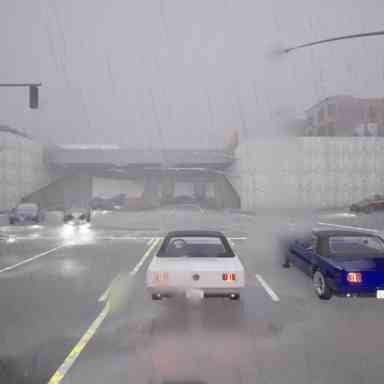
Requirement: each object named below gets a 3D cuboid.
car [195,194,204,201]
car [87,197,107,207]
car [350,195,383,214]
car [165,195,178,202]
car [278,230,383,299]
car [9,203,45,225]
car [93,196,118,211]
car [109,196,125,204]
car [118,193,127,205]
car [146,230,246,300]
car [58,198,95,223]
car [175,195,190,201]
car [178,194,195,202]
[{"bbox_3d":[1.433,1.355,85.463,2.097,1.767,4.553,0,0,28],"label":"car"},{"bbox_3d":[-14.962,1.526,52.580,1.812,1.442,4.674,0,0,-1],"label":"car"},{"bbox_3d":[15.822,0.973,28.456,4.181,1.385,1.994,-7,0,0],"label":"car"},{"bbox_3d":[-4.725,1.355,75.563,2.097,1.767,4.553,0,0,6],"label":"car"},{"bbox_3d":[3.584,1.601,8.360,1.895,1.301,4.718,0,0,0],"label":"car"},{"bbox_3d":[-11.960,1.526,24.340,1.812,1.442,4.674,0,0,-17],"label":"car"},{"bbox_3d":[-11.205,1.547,42.056,2.033,1.411,5.357,0,0,-2],"label":"car"},{"bbox_3d":[-15.240,1.548,67.787,2.033,1.411,5.357,0,0,-1],"label":"car"},{"bbox_3d":[-11.549,1.223,56.753,2.150,2.045,5.566,0,0,-2],"label":"car"},{"bbox_3d":[0.084,1.601,8.351,1.895,1.301,4.718,0,0,0],"label":"car"},{"bbox_3d":[-8.759,1.491,25.519,2.128,1.511,4.902,0,0,-17],"label":"car"},{"bbox_3d":[-2.368,1.478,85.429,1.882,1.535,5.008,0,0,24],"label":"car"},{"bbox_3d":[-1.224,1.525,75.459,2.128,1.511,4.902,0,0,6],"label":"car"}]
